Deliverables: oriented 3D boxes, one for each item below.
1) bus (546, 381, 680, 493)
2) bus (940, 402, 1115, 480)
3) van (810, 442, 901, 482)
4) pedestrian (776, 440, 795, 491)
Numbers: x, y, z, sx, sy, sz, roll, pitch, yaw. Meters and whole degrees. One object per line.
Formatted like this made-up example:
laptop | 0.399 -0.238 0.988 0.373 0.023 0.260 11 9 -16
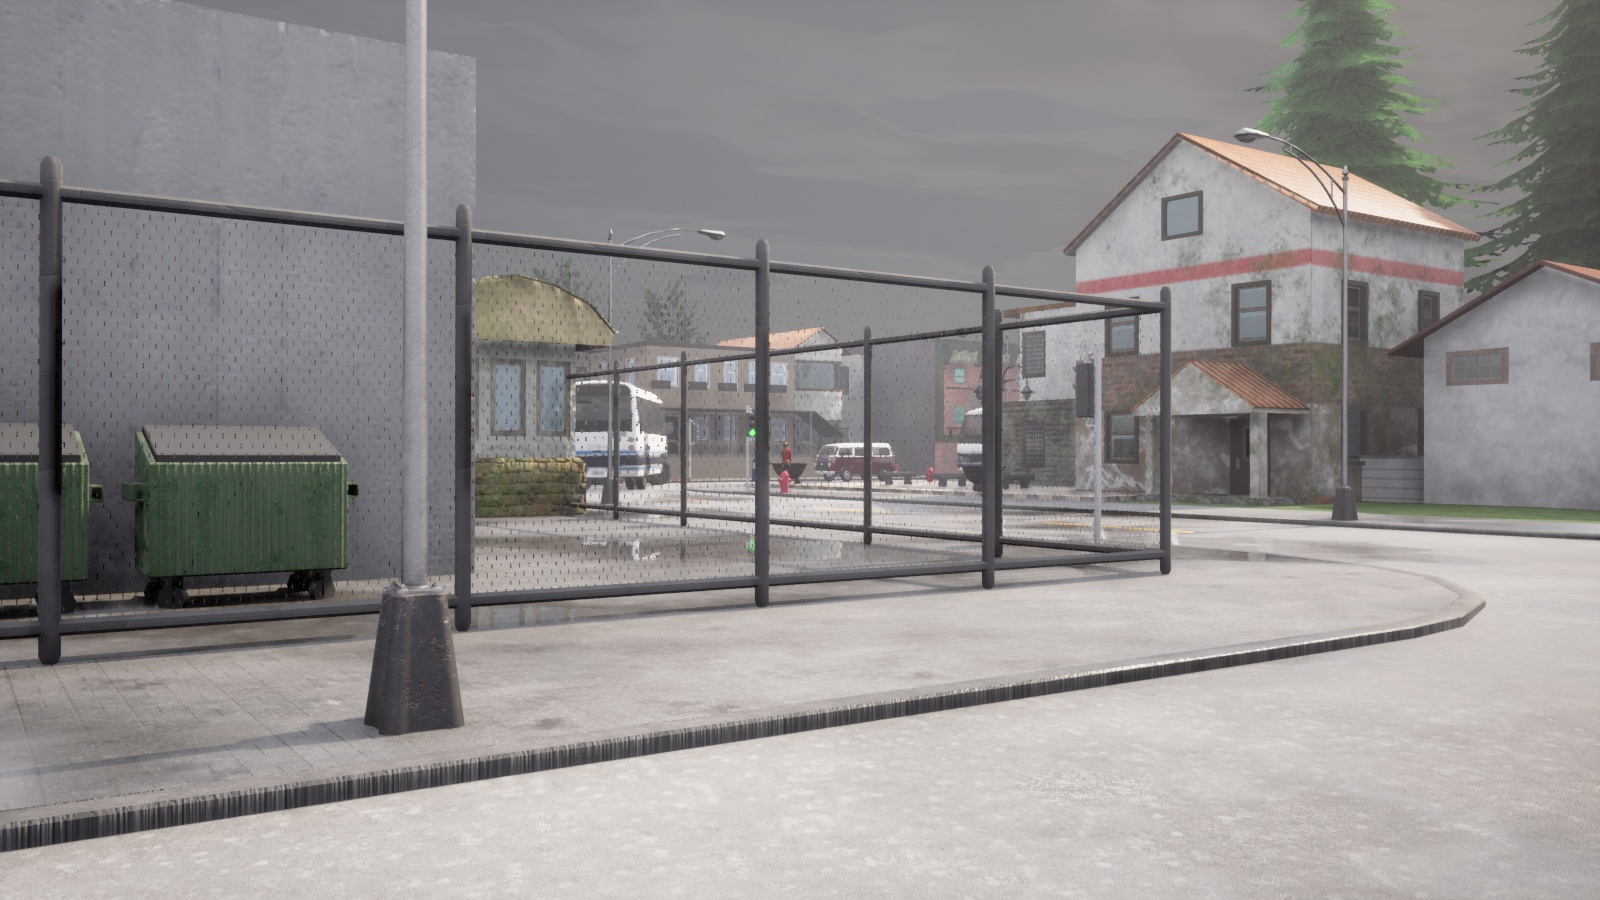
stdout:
bus | -7.724 -0.484 53.702 3.944 4.253 10.273 -1 0 1
bus | 13.354 -0.481 73.223 10.273 4.253 3.944 0 0 -35
van | 2.929 0.624 66.090 4.480 2.038 2.069 0 0 -35
pedestrian | -0.533 0.564 46.224 0.636 1.846 0.331 0 0 39
